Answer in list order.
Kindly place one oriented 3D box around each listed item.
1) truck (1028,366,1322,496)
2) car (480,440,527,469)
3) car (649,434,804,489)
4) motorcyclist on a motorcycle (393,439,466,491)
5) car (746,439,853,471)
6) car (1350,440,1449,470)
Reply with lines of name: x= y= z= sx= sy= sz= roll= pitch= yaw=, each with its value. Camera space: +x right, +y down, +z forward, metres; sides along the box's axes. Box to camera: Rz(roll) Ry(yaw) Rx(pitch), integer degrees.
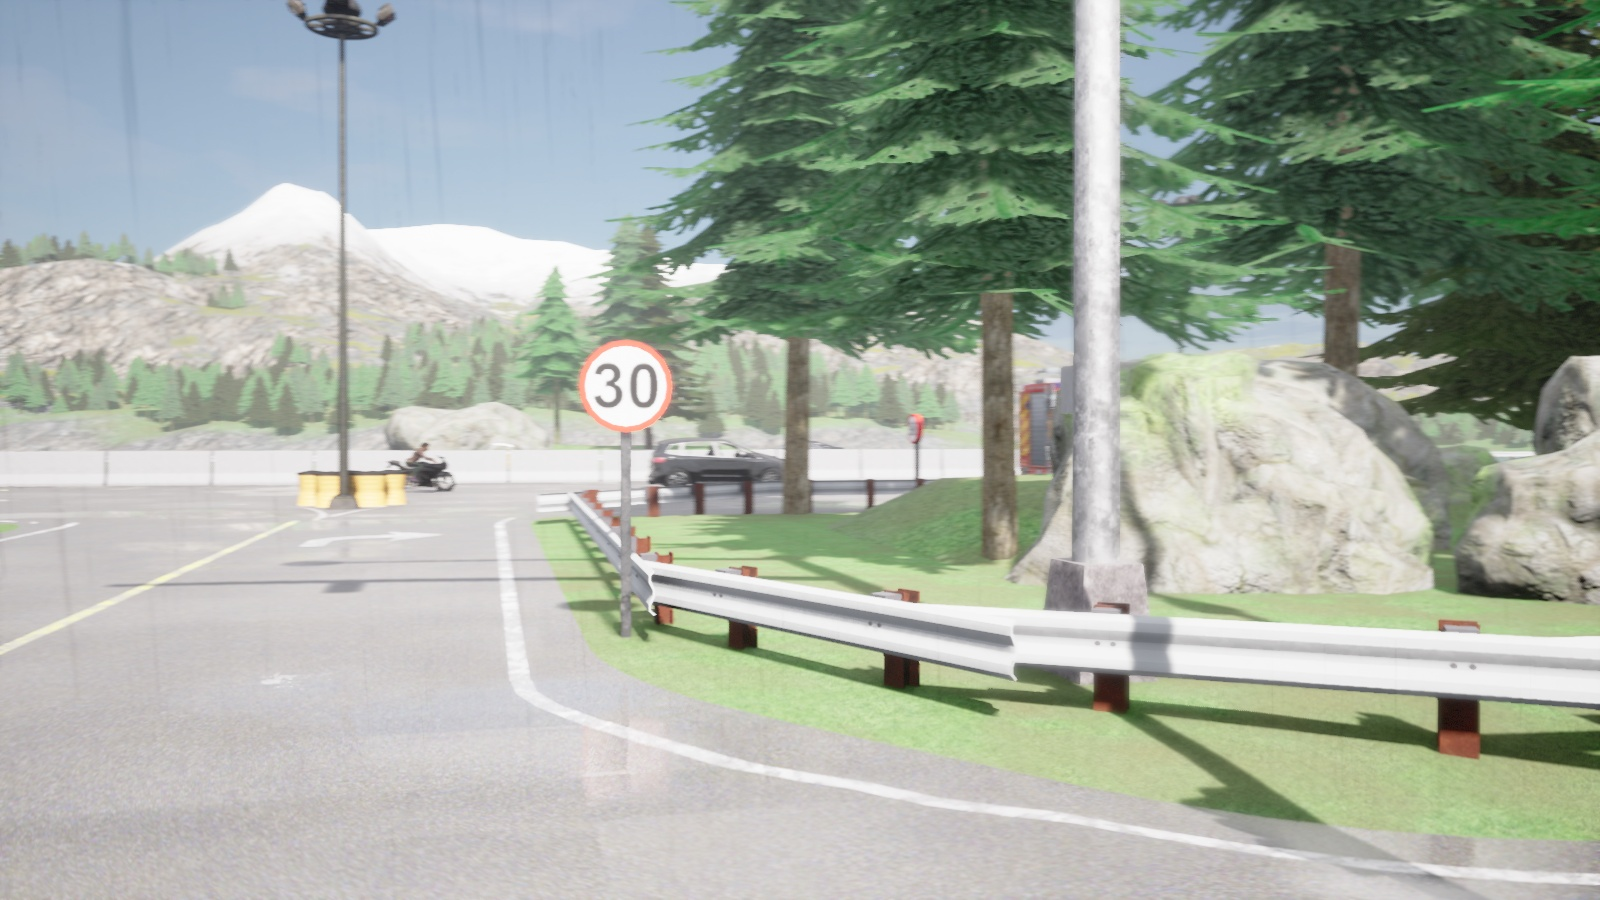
truck: x=11.688 y=-0.544 z=39.349 sx=8.468 sy=3.827 sz=2.891 roll=0 pitch=1 yaw=-13
car: x=-14.589 y=0.225 z=61.882 sx=2.207 sy=1.376 sz=1.481 roll=1 pitch=0 yaw=-13
car: x=-2.348 y=0.352 z=39.552 sx=4.611 sy=1.667 sz=2.242 roll=0 pitch=1 yaw=-11
motorcyclist on a motorcycle: x=-11.068 y=0.441 z=37.536 sx=2.044 sy=1.523 sz=0.797 roll=0 pitch=1 yaw=-13
car: x=-0.037 y=0.244 z=61.714 sx=4.902 sy=1.511 sz=2.128 roll=0 pitch=1 yaw=-12
car: x=34.687 y=0.291 z=72.772 sx=4.611 sy=1.667 sz=2.242 roll=1 pitch=1 yaw=2
